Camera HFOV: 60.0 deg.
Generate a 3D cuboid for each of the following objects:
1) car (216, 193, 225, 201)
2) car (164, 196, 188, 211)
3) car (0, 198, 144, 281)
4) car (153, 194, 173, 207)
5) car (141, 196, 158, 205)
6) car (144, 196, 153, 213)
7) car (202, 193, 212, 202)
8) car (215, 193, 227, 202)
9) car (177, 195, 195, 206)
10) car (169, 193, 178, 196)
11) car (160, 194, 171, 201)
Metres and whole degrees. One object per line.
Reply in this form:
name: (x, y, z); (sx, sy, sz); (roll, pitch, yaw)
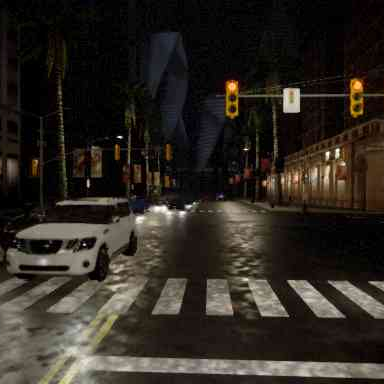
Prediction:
car: (7.433, 1.217, 88.091); (2.150, 2.045, 5.566); (0, 0, 2)
car: (-1.805, 1.505, 39.992); (1.837, 1.490, 4.892); (0, 0, 3)
car: (-3.198, 1.221, 10.232); (2.150, 2.045, 5.566); (0, 0, 3)
car: (-4.707, 1.491, 52.818); (2.128, 1.511, 4.902); (0, 0, 3)
car: (-7.505, 1.513, 59.369); (2.161, 1.482, 4.786); (0, 0, 2)
car: (-5.595, 1.477, 33.862); (1.882, 1.535, 5.008); (0, 0, 3)
car: (3.565, 1.224, 77.812); (2.150, 2.045, 5.566); (0, 0, 2)
car: (7.074, 1.522, 78.017); (2.128, 1.511, 4.902); (0, 0, 2)
car: (-1.054, 1.564, 55.920); (1.994, 1.385, 4.181); (0, 0, 3)
car: (-3.890, 1.216, 68.349); (2.150, 2.045, 5.566); (0, 1, 3)
car: (-6.417, 1.354, 81.273); (2.185, 1.767, 4.553); (0, 0, 2)
